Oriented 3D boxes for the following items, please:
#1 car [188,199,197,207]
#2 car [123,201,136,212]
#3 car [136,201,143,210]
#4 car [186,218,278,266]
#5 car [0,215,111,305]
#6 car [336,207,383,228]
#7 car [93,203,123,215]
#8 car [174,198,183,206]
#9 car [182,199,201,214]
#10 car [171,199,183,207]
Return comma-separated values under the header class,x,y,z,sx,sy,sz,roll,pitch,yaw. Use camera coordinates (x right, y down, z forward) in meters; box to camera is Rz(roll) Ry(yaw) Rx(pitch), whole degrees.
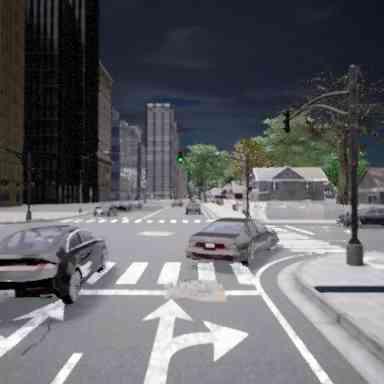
class,x,y,z,sx,sy,sz,roll,pitch,yaw
car,0.125,2.433,74.357,1.837,1.490,4.892,0,-1,0
car,-9.714,2.180,47.112,1.895,1.301,4.718,0,-1,1
car,-9.654,2.230,57.224,1.812,1.442,4.674,0,-1,0
car,1.693,1.661,12.240,2.033,1.411,5.357,0,0,27
car,-3.385,1.583,8.252,2.128,1.511,4.902,0,0,-3
car,13.322,1.877,24.703,4.892,1.490,1.837,0,-1,0
car,-9.764,1.955,37.794,2.128,1.511,4.902,0,-1,1
car,-3.119,2.332,77.906,2.097,1.767,4.553,0,-1,0
car,0.172,2.029,43.168,2.128,1.511,4.902,0,-1,0
car,-3.136,2.369,67.760,1.812,1.442,4.674,0,-1,0
